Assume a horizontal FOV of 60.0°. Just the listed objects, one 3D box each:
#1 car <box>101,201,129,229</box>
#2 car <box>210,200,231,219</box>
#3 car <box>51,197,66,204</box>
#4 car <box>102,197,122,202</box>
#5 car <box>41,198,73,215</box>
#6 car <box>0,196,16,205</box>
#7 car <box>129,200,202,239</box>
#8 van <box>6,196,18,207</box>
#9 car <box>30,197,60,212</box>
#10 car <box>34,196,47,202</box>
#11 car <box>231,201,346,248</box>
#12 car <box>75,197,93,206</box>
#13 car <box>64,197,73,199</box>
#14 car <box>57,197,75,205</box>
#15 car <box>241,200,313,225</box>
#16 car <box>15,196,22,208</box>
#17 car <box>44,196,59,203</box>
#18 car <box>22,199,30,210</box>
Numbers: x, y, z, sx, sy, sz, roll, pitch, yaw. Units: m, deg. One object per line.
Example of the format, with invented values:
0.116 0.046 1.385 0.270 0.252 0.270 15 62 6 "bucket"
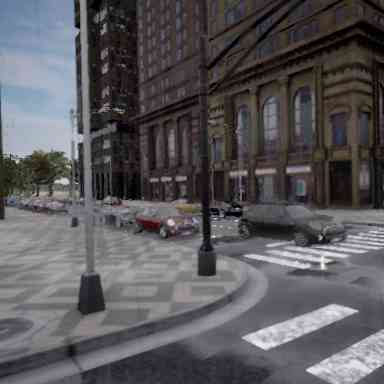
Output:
-4.676 1.567 22.038 2.008 1.369 4.403 -2 1 -36 "car"
2.260 1.341 26.988 1.947 1.339 4.313 -2 1 -36 "car"
-27.517 1.692 68.416 1.802 1.307 4.206 -3 1 -36 "car"
-10.978 1.337 45.397 1.967 1.590 4.097 -2 1 -36 "car"
-14.602 1.684 35.846 1.802 1.307 4.206 -2 1 -36 "car"
-37.770 1.717 68.065 2.192 1.841 5.009 -3 1 -36 "car"
-1.369 1.435 17.432 1.967 1.590 4.097 -2 1 -36 "car"
-31.153 1.647 58.860 1.690 1.788 3.998 -3 1 -36 "van"
-17.913 1.578 40.446 1.967 1.590 4.097 -2 1 -36 "car"
-37.444 1.817 82.225 1.887 1.381 4.507 -3 1 -36 "car"
4.181 1.243 14.442 2.097 1.767 4.553 -2 1 -36 "car"
-17.591 1.560 54.606 1.802 1.307 4.206 -3 1 -36 "car"
-20.901 1.571 59.210 2.008 1.369 4.403 -3 1 -36 "car"
-24.209 1.615 63.813 2.008 1.369 4.403 -3 1 -36 "car"
5.570 1.305 22.384 2.008 1.369 4.403 -2 1 -36 "car"
-24.529 1.770 49.655 2.008 1.369 4.403 -3 1 -36 "car"
-30.826 1.711 73.018 2.008 1.369 4.403 -3 1 -36 "car"
-21.224 1.617 45.050 1.967 1.590 4.097 -2 1 -36 "car"
